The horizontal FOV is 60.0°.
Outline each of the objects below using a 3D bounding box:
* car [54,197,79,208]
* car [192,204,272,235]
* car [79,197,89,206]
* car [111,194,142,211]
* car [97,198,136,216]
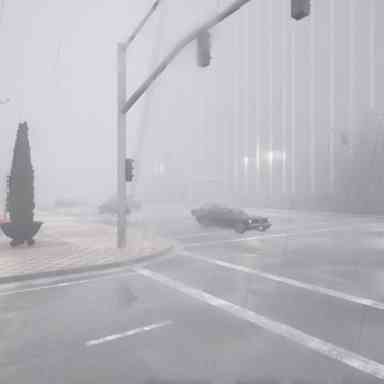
[{"bbox_3d":[-18.448,1.477,48.073,1.882,1.535,5.008,0,0,-35],"label":"car"},{"bbox_3d":[2.316,1.601,19.291,1.895,1.301,4.718,0,0,-36],"label":"car"},{"bbox_3d":[-18.146,1.529,53.708,1.812,1.442,4.674,0,0,-36],"label":"car"},{"bbox_3d":[-7.980,1.223,39.489,2.150,2.045,5.566,0,0,-36],"label":"car"},{"bbox_3d":[-7.723,1.601,33.143,1.895,1.301,4.718,0,0,-36],"label":"car"}]
